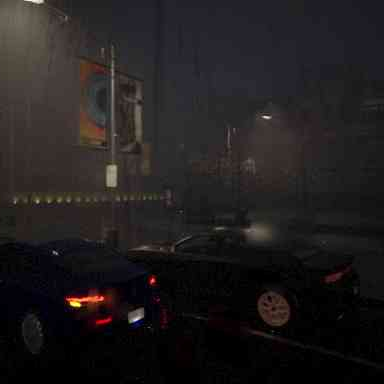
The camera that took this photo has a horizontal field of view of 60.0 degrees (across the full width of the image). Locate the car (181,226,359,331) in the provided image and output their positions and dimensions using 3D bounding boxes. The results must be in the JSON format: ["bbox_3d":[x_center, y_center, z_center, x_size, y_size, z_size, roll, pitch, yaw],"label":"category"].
[{"bbox_3d":[0.681,1.465,6.947,5.008,1.535,2.097,0,0,35],"label":"car"}]

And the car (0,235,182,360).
[{"bbox_3d":[-2.631,1.501,5.871,4.674,1.442,1.812,0,0,36],"label":"car"}]
